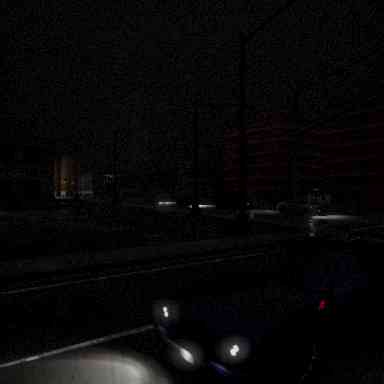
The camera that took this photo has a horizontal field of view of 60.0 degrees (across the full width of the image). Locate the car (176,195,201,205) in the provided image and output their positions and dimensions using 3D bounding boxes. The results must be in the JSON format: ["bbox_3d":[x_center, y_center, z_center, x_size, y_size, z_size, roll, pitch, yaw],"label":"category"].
[{"bbox_3d":[-0.549,1.171,48.739,1.994,1.385,4.181,0,1,-34],"label":"car"}]

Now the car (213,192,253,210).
[{"bbox_3d":[4.930,0.998,40.741,2.150,2.045,5.566,0,1,-35],"label":"car"}]

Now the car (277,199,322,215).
[{"bbox_3d":[10.449,1.442,32.669,1.812,1.442,4.674,0,1,-34],"label":"car"}]

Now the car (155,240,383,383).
[{"bbox_3d":[2.100,1.556,5.502,5.357,1.411,2.033,0,0,-36],"label":"car"}]

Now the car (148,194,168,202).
[{"bbox_3d":[-5.828,1.006,56.468,1.994,1.385,4.181,0,1,-34],"label":"car"}]
